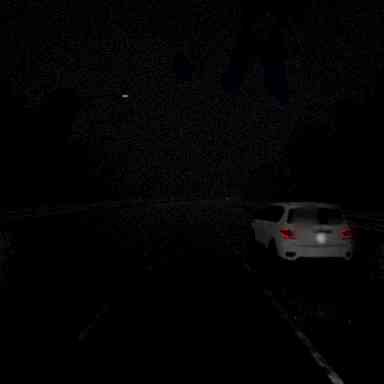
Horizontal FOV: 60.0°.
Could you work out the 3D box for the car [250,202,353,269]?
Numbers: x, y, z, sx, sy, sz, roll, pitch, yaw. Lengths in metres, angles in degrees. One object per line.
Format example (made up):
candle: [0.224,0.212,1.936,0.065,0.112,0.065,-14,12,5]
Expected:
car: [3.511,1.348,11.744,2.150,2.045,5.566,0,-1,0]
